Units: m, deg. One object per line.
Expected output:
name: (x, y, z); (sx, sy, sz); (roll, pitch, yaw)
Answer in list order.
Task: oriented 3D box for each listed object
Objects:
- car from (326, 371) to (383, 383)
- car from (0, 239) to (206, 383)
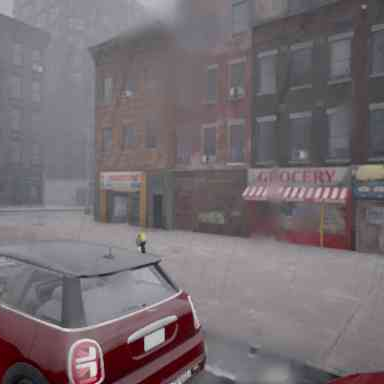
car: (2.540, 1.589, 0.993); (4.507, 1.381, 1.887); (2, 1, 36)
car: (-1.919, 1.330, 4.211); (4.097, 1.590, 1.967); (2, 1, 36)
